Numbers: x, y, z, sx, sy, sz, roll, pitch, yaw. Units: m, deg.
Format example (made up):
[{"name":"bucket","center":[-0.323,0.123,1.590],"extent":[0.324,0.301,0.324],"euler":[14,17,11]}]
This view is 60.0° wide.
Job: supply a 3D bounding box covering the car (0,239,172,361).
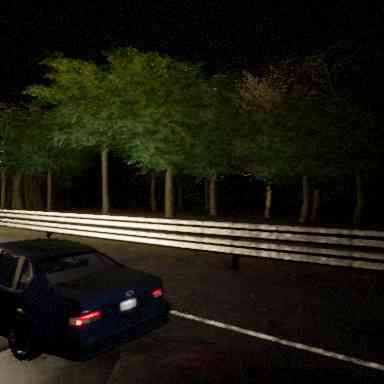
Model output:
[{"name":"car","center":[-2.873,1.583,5.987],"extent":[5.357,1.411,2.033],"euler":[0,0,37]}]
